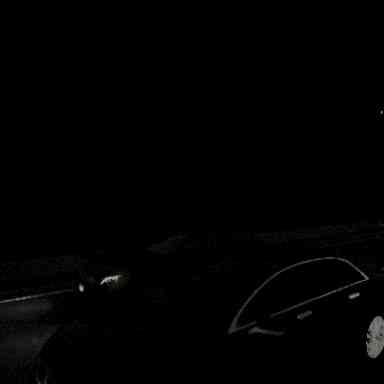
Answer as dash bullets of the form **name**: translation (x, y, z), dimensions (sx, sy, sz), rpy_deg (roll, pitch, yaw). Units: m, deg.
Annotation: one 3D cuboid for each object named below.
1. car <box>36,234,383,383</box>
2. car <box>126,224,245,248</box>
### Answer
- **car**: translation (0.716, 1.487, 4.196), dimensions (4.892, 1.490, 1.837), rpy_deg (0, 0, -36)
- **car**: translation (-0.164, 1.500, 7.560), dimensions (4.674, 1.442, 1.812), rpy_deg (0, 0, -35)
